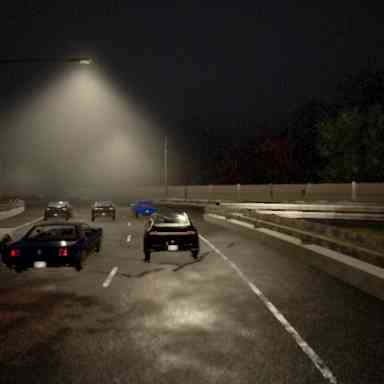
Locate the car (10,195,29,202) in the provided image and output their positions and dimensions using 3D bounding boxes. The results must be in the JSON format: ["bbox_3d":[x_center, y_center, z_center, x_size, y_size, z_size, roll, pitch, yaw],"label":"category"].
[{"bbox_3d":[-40.015,1.438,76.306,5.008,1.535,1.882,0,0,42],"label":"car"}]

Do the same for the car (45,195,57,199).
[{"bbox_3d":[-34.776,1.447,81.064,4.892,1.490,1.837,0,0,42],"label":"car"}]

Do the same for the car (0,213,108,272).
[{"bbox_3d":[-4.168,1.609,10.889,1.895,1.301,4.718,0,0,-6],"label":"car"}]

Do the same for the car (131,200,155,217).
[{"bbox_3d":[-4.391,1.469,30.119,1.882,1.535,5.008,0,0,-15],"label":"car"}]

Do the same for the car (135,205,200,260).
[{"bbox_3d":[-0.863,1.485,12.556,2.128,1.511,4.902,0,0,-7],"label":"car"}]

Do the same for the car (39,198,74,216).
[{"bbox_3d":[-10.894,1.514,27.401,2.128,1.511,4.902,0,0,-15],"label":"car"}]

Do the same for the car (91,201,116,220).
[{"bbox_3d":[-7.418,1.492,27.932,2.128,1.511,4.902,-1,1,-15],"label":"car"}]

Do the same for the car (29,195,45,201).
[{"bbox_3d":[-37.605,1.424,78.844,5.008,1.535,1.882,0,0,42],"label":"car"}]
